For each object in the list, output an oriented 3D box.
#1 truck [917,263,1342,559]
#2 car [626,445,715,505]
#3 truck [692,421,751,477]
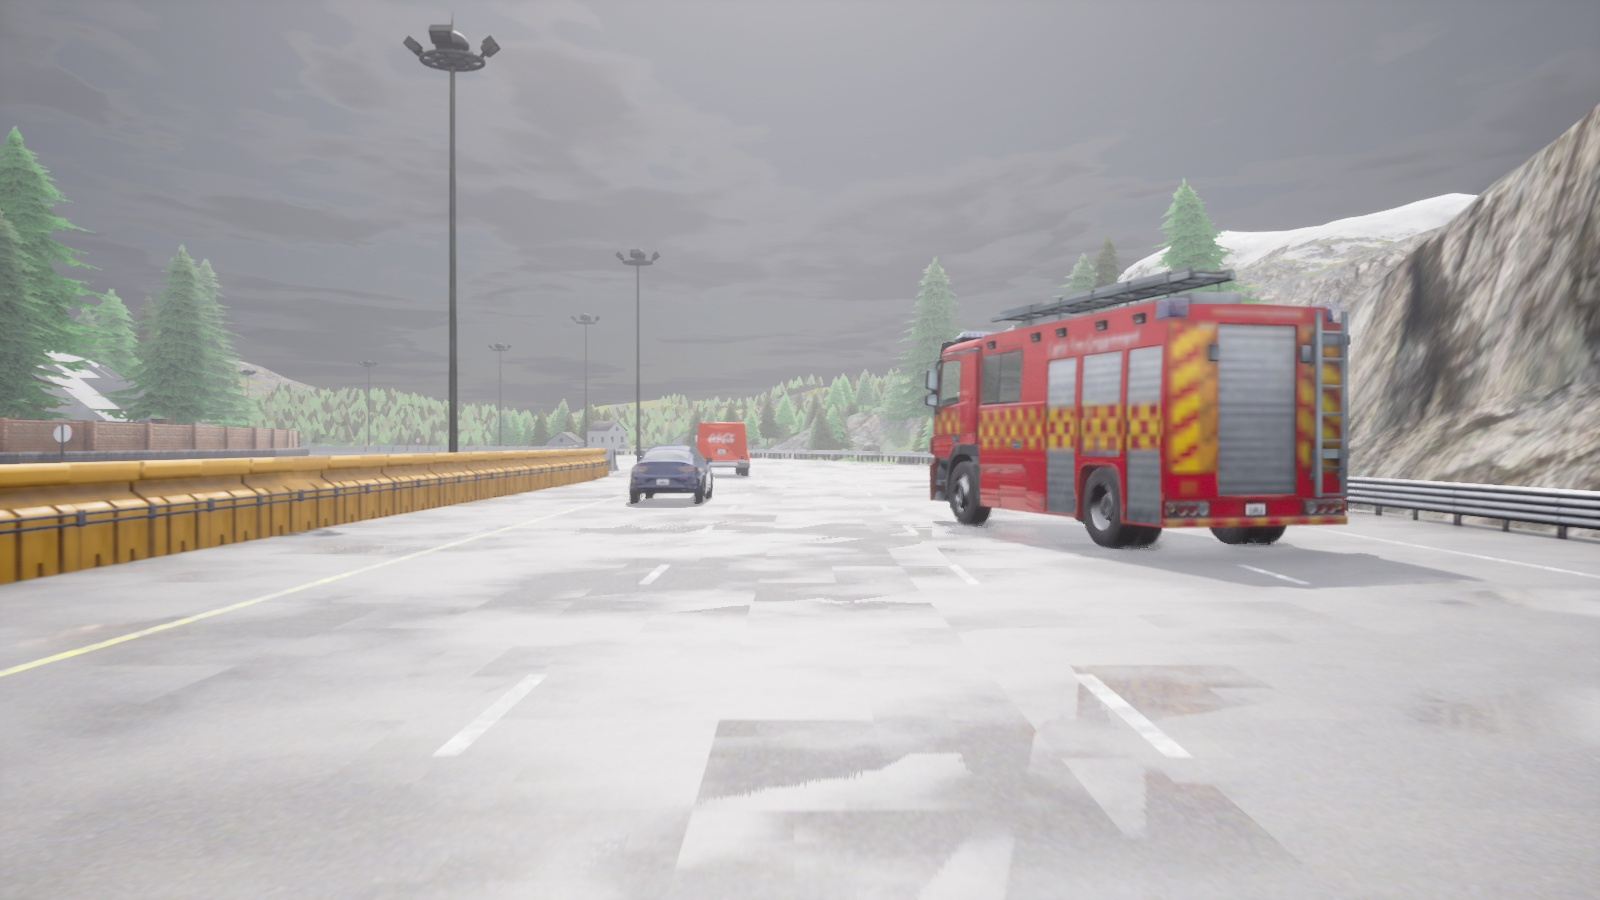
[{"bbox_3d":[4.809,-0.531,20.724,2.891,3.827,8.468,0,0,-16],"label":"truck"},{"bbox_3d":[-3.277,0.585,32.607,1.812,1.442,4.674,0,0,0],"label":"car"},{"bbox_3d":[-3.680,-0.068,58.258,2.627,2.467,5.204,0,1,-4],"label":"truck"}]
